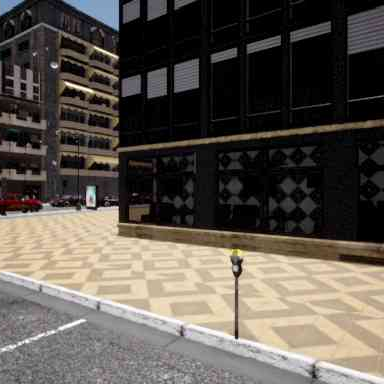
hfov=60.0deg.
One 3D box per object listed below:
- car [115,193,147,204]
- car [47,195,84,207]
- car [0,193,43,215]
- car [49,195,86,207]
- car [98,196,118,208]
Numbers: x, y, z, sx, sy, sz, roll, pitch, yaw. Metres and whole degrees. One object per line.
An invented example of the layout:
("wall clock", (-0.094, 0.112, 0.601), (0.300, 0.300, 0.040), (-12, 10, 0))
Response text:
("car", (-8.869, 0.853, 48.509), (1.812, 1.442, 4.674), (0, 1, 35))
("car", (-16.141, 1.073, 42.654), (1.802, 1.307, 4.206), (1, 2, 35))
("car", (-15.620, 1.028, 28.805), (2.192, 1.841, 5.009), (1, 2, 35))
("car", (-14.674, 1.081, 40.265), (1.994, 1.385, 4.181), (0, 1, 35))
("car", (-9.247, 1.072, 37.891), (1.947, 1.339, 4.313), (1, 2, 35))
